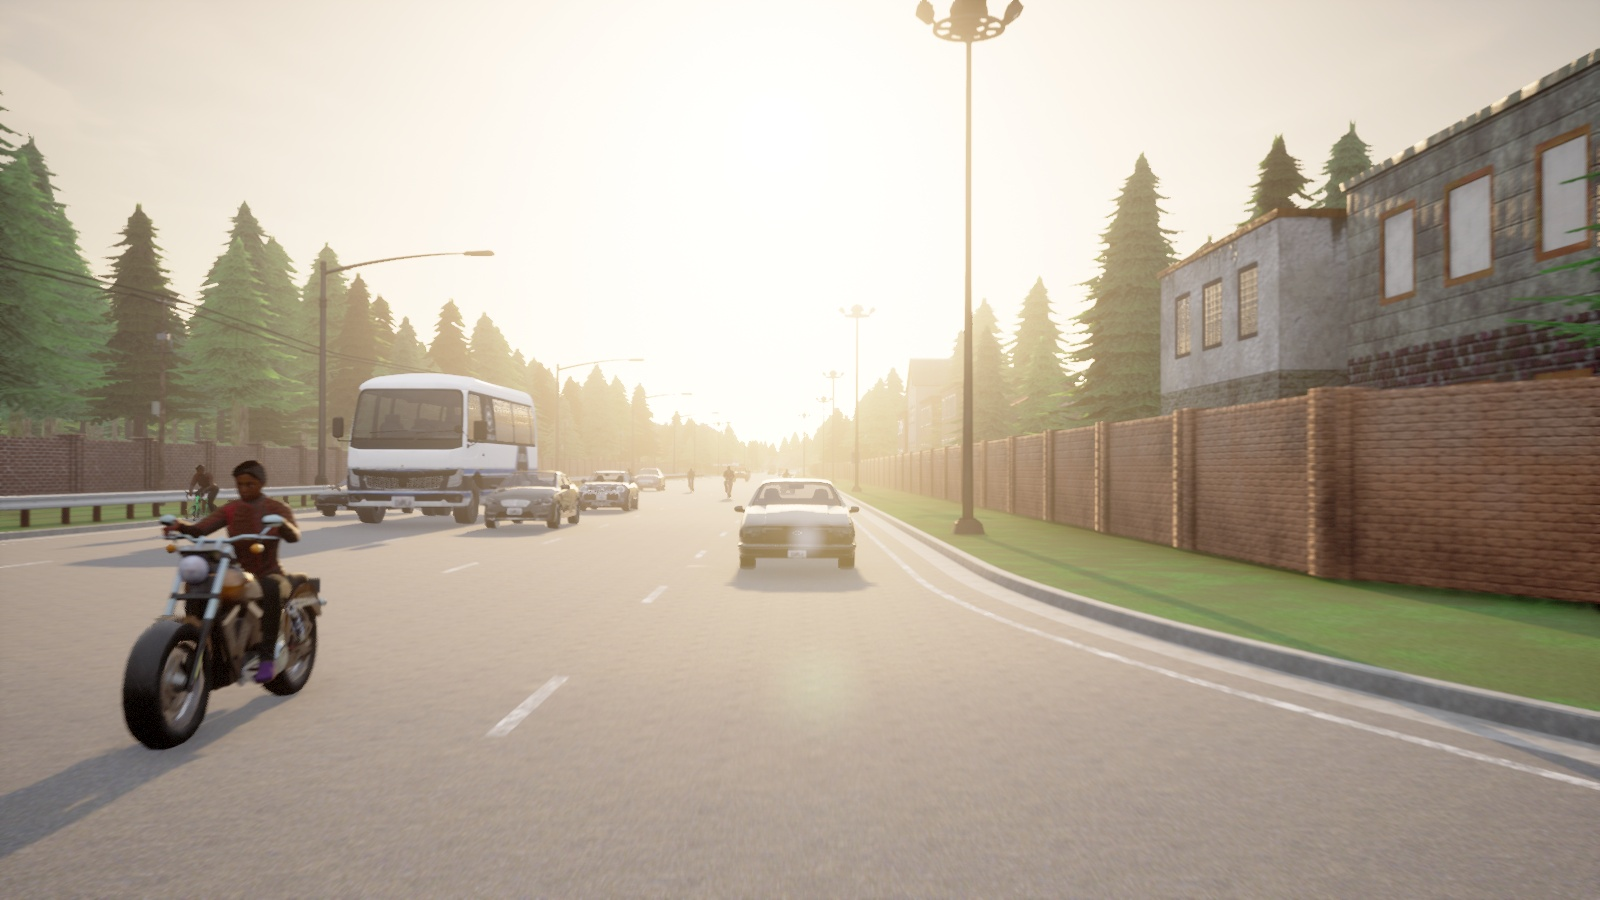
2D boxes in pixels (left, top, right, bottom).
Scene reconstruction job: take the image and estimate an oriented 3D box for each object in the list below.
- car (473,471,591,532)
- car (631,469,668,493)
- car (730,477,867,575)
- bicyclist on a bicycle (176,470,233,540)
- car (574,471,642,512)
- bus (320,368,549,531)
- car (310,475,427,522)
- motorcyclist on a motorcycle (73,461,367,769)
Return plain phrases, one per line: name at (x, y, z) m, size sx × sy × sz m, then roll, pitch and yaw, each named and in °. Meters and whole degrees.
car at (-7.082, 1.315, 33.733) m, size 2.128 × 1.511 × 4.902 m, roll 0°, pitch -1°, yaw 0°
car at (-10.716, 2.163, 89.706) m, size 2.033 × 1.649 × 4.856 m, roll 0°, pitch -1°, yaw 0°
car at (-0.044, 1.188, 21.334) m, size 2.033 × 1.411 × 5.357 m, roll 0°, pitch -1°, yaw 0°
bicyclist on a bicycle at (-14.072, 1.278, 29.710) m, size 0.582 × 1.620 × 1.656 m, roll 0°, pitch -1°, yaw 0°
car at (-7.113, 1.527, 46.928) m, size 1.970 × 1.475 × 3.806 m, roll 0°, pitch -1°, yaw 0°
bus at (-10.597, 0.062, 38.029) m, size 3.944 × 4.253 × 10.273 m, roll 0°, pitch -1°, yaw 0°
car at (-14.100, 1.553, 41.433) m, size 2.033 × 1.411 × 5.357 m, roll 0°, pitch -1°, yaw 0°
motorcyclist on a motorcycle at (-3.519, 0.899, 7.917) m, size 0.766 × 1.649 × 2.350 m, roll 0°, pitch -1°, yaw 0°
